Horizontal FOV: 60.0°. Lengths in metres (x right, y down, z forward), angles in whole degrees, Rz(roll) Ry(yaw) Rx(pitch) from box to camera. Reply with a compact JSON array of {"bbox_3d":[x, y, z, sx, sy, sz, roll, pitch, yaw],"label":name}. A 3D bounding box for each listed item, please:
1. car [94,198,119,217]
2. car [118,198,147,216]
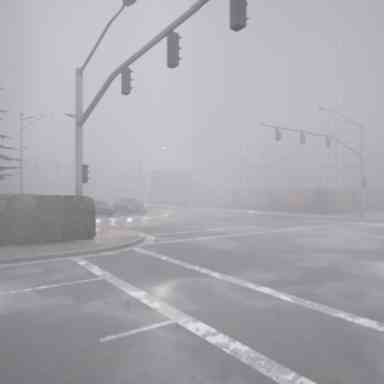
[{"bbox_3d":[-8.792,1.511,30.757,1.837,1.490,4.892,0,0,-35],"label":"car"},{"bbox_3d":[-6.247,1.361,33.225,2.097,1.767,4.553,0,0,-35],"label":"car"}]
